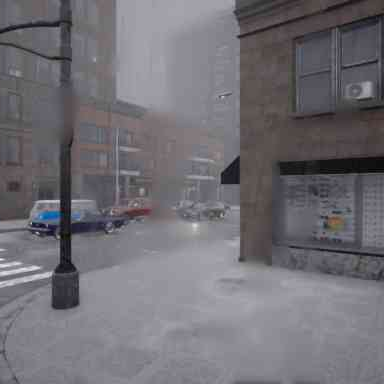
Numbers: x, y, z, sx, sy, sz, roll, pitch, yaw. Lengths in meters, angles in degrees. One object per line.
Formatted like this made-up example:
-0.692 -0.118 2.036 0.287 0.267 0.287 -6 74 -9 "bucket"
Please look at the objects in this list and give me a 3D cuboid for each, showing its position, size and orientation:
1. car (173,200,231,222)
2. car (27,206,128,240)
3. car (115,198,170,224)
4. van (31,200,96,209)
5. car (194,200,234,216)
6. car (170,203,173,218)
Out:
0.923 1.531 26.782 1.837 1.490 4.892 0 0 36 "car"
-5.920 1.617 17.353 1.895 1.301 4.718 0 0 37 "car"
-4.279 1.336 24.293 2.192 1.841 5.009 0 0 36 "car"
-7.556 1.358 19.757 1.690 1.788 3.998 0 0 36 "van"
2.276 1.575 33.364 1.887 1.381 4.507 0 0 36 "car"
-1.002 1.466 28.829 1.967 1.590 4.097 0 0 36 "car"
